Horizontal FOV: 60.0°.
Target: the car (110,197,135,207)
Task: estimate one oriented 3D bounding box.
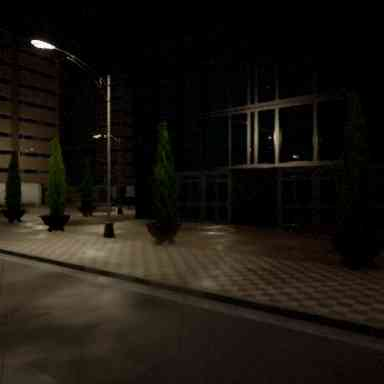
[{"bbox_3d":[-10.319,1.510,51.014,1.837,1.490,4.892,0,0,35],"label":"car"}]
